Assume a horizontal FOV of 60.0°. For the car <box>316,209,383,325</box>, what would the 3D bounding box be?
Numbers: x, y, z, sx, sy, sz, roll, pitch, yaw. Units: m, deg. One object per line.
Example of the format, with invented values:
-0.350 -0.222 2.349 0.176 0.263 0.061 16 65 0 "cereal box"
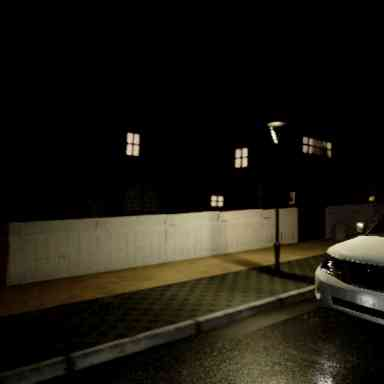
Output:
4.737 1.180 6.323 5.566 2.045 2.150 0 0 -35 "car"
